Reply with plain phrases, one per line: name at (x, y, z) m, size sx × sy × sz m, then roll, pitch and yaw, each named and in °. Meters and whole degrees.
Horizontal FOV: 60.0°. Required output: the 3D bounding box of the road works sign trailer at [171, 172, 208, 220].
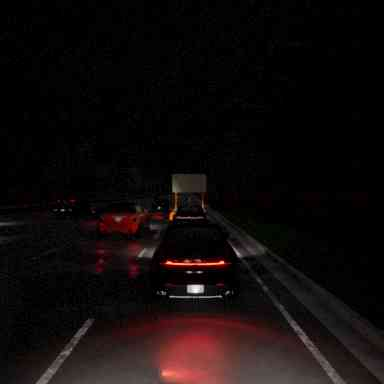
road works sign trailer at (-0.186, 0.464, 22.698) m, size 2.380 × 3.560 × 2.880 m, roll 0°, pitch 0°, yaw -3°

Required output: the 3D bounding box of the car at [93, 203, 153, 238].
car at (-3.533, 1.351, 17.919) m, size 2.097 × 1.767 × 4.553 m, roll 0°, pitch 0°, yaw -1°

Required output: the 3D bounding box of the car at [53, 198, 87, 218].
car at (-10.641, 1.548, 29.902) m, size 2.033 × 1.411 × 5.357 m, roll 0°, pitch 0°, yaw 0°

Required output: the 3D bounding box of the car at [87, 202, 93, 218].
car at (-7.122, 1.601, 28.369) m, size 1.895 × 1.301 × 4.718 m, roll 0°, pitch 0°, yaw 0°

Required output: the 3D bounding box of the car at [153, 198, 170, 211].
car at (-3.726, 1.503, 40.106) m, size 1.837 × 1.490 × 4.892 m, roll 0°, pitch 0°, yaw -1°

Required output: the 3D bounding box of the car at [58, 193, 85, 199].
car at (-14.216, 1.213, 39.781) m, size 2.150 × 2.045 × 5.566 m, roll 0°, pitch -1°, yaw -1°

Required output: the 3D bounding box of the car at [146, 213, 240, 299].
car at (0.047, 1.505, 8.439) m, size 1.837 × 1.490 × 4.892 m, roll 0°, pitch 0°, yaw 0°

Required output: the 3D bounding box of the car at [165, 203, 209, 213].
car at (-0.069, 1.488, 18.828) m, size 2.128 × 1.511 × 4.902 m, roll 0°, pitch 0°, yaw 1°
